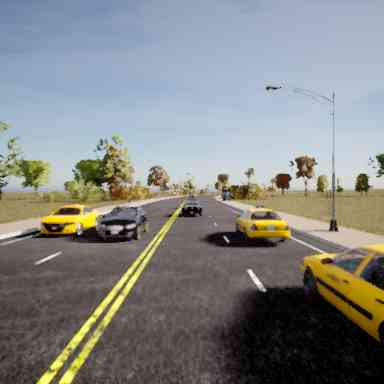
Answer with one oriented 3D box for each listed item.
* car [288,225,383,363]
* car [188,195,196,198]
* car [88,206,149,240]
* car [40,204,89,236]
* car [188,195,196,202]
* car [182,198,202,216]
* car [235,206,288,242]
[{"bbox_3d":[3.251,1.454,5.215,1.801,1.575,5.366,0,0,0],"label":"car"},{"bbox_3d":[0.103,1.517,47.298,2.033,1.411,5.357,0,0,0],"label":"car"},{"bbox_3d":[-3.347,1.482,16.884,2.128,1.511,4.902,0,0,0],"label":"car"},{"bbox_3d":[-6.596,1.467,18.429,1.882,1.535,5.008,0,0,0],"label":"car"},{"bbox_3d":[0.014,1.447,73.777,1.837,1.490,4.892,0,0,1],"label":"car"},{"bbox_3d":[0.001,1.581,32.656,1.895,1.301,4.718,0,0,0],"label":"car"},{"bbox_3d":[3.252,1.447,16.215,1.801,1.575,5.366,0,0,0],"label":"car"}]
